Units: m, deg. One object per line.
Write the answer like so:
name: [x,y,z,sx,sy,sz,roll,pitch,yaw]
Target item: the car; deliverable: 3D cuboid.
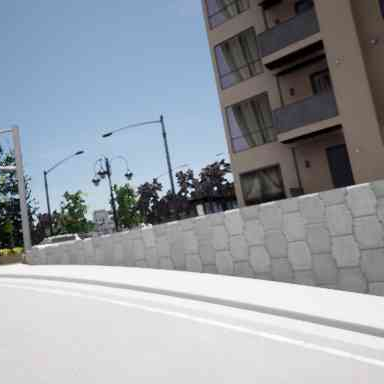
car: [-13.173,5.287,31.679,2.150,2.045,5.566,-14,-8,35]
